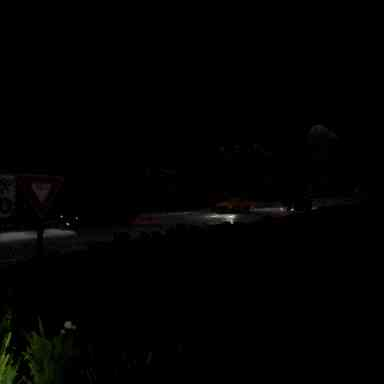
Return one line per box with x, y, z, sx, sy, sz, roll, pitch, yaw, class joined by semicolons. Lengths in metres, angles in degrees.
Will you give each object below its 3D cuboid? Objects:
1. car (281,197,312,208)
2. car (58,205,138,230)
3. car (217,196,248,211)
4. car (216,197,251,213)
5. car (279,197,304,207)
12.776;1.347;39.310;2.128;1.511;4.902;0;0;36;car
-5.537;1.454;20.068;1.895;1.301;4.718;0;0;36;car
4.872;1.308;39.556;1.816;1.474;4.193;7;4;33;car
4.284;1.331;33.788;1.882;1.535;5.008;0;0;36;car
14.304;1.369;47.632;1.895;1.301;4.718;0;0;36;car
